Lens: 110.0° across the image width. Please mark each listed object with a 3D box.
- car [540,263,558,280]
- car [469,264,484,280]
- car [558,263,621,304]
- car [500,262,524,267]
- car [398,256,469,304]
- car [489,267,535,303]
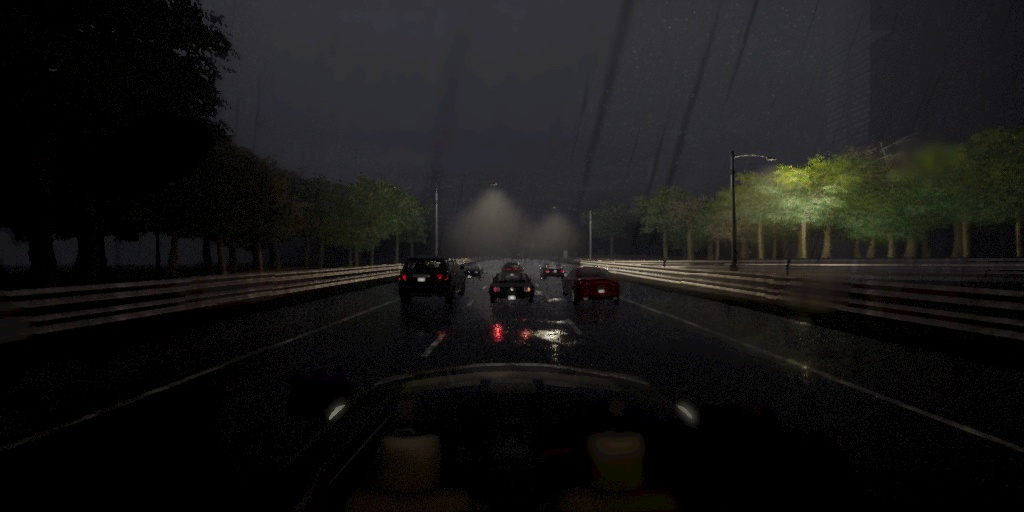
[{"bbox_3d":[3.500,1.310,31.500,2.033,1.411,5.357,0,0,0],"label":"car"},{"bbox_3d":[-3.500,1.362,31.530,1.895,1.301,4.718,0,0,0],"label":"car"},{"bbox_3d":[3.500,1.235,16.500,1.882,1.535,5.008,0,0,0],"label":"car"},{"bbox_3d":[0.000,1.262,31.500,1.837,1.490,4.892,0,0,0],"label":"car"},{"bbox_3d":[-3.500,1.008,16.531,2.150,2.045,5.566,0,0,0],"label":"car"},{"bbox_3d":[0.000,1.366,16.530,1.895,1.301,4.718,0,0,0],"label":"car"}]
